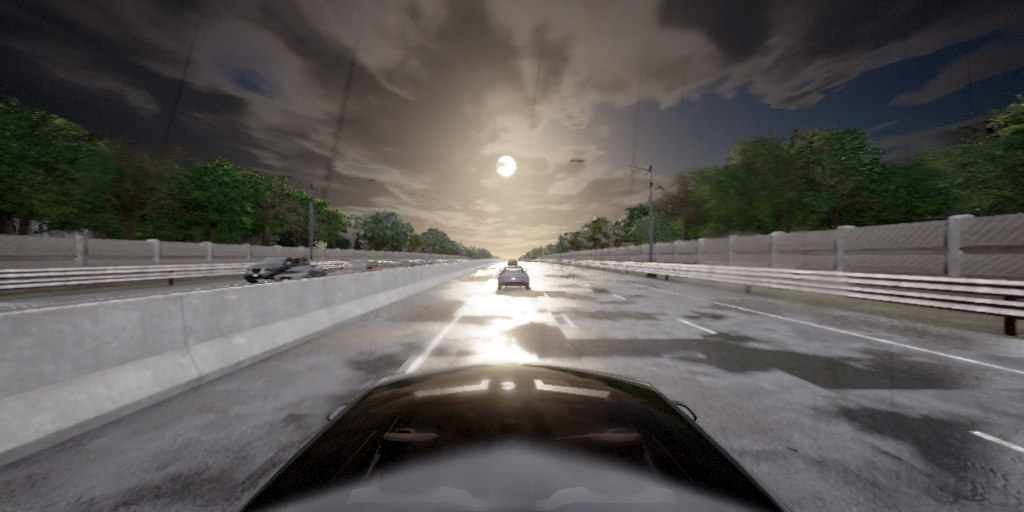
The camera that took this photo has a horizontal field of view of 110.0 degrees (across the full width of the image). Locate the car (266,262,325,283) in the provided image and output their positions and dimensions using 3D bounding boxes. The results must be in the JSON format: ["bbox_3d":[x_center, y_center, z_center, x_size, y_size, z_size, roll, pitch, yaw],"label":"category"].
[{"bbox_3d":[-14.087,1.333,24.313,1.994,1.385,4.181,0,0,0],"label":"car"}]

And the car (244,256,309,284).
[{"bbox_3d":[-17.581,0.996,27.339,2.150,2.045,5.566,0,0,0],"label":"car"}]

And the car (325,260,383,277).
[{"bbox_3d":[-10.583,1.120,24.860,2.097,1.767,4.553,0,0,0],"label":"car"}]

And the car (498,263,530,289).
[{"bbox_3d":[0.096,1.331,23.315,1.994,1.385,4.181,0,0,0],"label":"car"}]
